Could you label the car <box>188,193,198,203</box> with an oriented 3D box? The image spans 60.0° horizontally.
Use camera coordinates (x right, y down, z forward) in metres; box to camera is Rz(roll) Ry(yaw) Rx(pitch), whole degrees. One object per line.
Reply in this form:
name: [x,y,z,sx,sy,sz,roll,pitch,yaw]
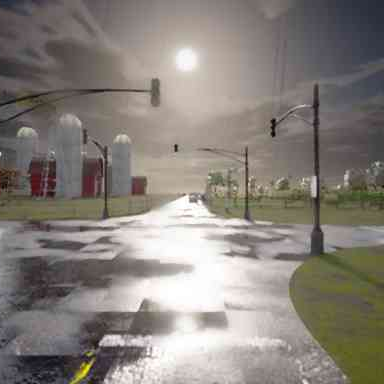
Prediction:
car: [0.253,1.556,70.748,2.128,1.511,4.902,0,0,0]
